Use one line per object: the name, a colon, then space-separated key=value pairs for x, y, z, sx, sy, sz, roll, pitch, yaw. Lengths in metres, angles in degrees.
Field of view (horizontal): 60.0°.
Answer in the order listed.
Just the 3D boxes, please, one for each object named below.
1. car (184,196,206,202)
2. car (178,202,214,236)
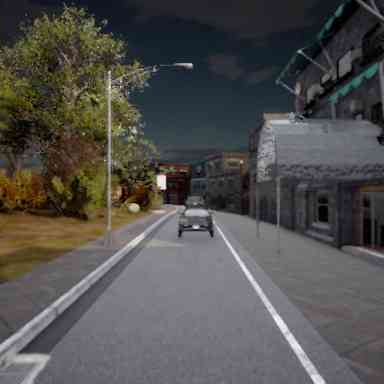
car: x=0.335 y=1.451 z=37.478 sx=2.150 sy=2.045 sz=5.566 roll=0 pitch=-2 yaw=0
car: x=0.216 y=1.531 z=18.435 sx=1.812 sy=1.442 sz=4.674 roll=0 pitch=0 yaw=1
